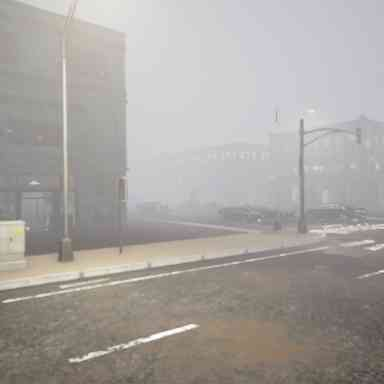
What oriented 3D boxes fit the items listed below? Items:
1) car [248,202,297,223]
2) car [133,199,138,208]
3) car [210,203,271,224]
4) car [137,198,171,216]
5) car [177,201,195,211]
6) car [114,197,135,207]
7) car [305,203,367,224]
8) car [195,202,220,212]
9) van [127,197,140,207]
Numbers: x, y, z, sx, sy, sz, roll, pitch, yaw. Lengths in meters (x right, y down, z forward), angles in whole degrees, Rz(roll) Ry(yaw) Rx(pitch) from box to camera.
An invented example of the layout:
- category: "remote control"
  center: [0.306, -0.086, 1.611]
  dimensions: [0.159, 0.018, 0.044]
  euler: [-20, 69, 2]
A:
- category: "car"
  center: [6.389, 1.805, 27.856]
  dimensions: [1.895, 1.301, 4.718]
  euler: [-1, 0, -35]
- category: "car"
  center: [-5.650, 2.043, 44.801]
  dimensions: [1.895, 1.301, 4.718]
  euler: [-1, 0, -35]
- category: "car"
  center: [3.807, 1.806, 26.792]
  dimensions: [1.947, 1.339, 4.313]
  euler: [-2, 0, -35]
- category: "car"
  center: [-4.138, 1.839, 38.171]
  dimensions: [1.967, 1.590, 4.097]
  euler: [-2, 0, -35]
- category: "car"
  center: [-0.513, 1.955, 47.540]
  dimensions: [1.802, 1.307, 4.206]
  euler: [-2, 0, -35]
- category: "car"
  center: [-13.351, 1.930, 65.583]
  dimensions: [2.192, 1.841, 5.009]
  euler: [-1, 0, -35]
- category: "car"
  center: [11.226, 1.619, 26.437]
  dimensions: [2.128, 1.511, 4.902]
  euler: [-1, 0, -34]
- category: "car"
  center: [2.693, 1.892, 43.030]
  dimensions: [1.802, 1.307, 4.206]
  euler: [-2, 0, -35]
- category: "van"
  center: [-10.142, 1.896, 61.073]
  dimensions: [1.690, 1.788, 3.998]
  euler: [-2, 0, -35]
